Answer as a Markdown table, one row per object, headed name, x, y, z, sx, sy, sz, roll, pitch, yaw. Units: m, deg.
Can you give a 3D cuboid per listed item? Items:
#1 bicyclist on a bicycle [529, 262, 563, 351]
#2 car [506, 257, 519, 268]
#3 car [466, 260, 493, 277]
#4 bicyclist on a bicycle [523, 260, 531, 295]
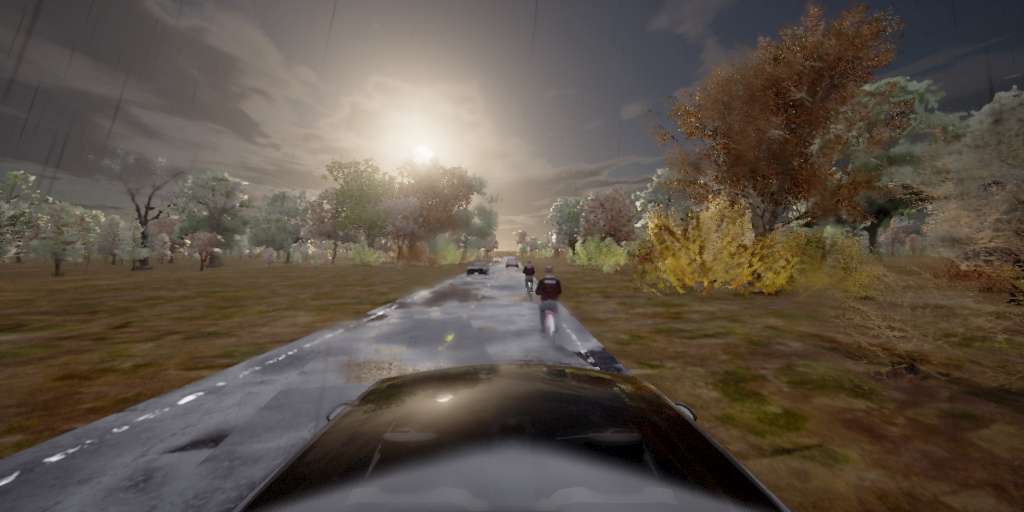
| name | x | y | z | sx | sy | sz | roll | pitch | yaw |
| --- | --- | --- | --- | --- | --- | --- | --- | --- | --- |
| bicyclist on a bicycle | 0.821 | 1.101 | 8.073 | 0.659 | 1.776 | 1.843 | 0 | 0 | 0 |
| car | 0.040 | 1.115 | 57.224 | 1.994 | 1.385 | 4.181 | 0 | 0 | 0 |
| car | -3.132 | 1.245 | 33.567 | 1.895 | 1.301 | 4.718 | 0 | 0 | 0 |
| bicyclist on a bicycle | 0.811 | 1.073 | 17.072 | 0.659 | 1.776 | 1.843 | 0 | 0 | 0 |
